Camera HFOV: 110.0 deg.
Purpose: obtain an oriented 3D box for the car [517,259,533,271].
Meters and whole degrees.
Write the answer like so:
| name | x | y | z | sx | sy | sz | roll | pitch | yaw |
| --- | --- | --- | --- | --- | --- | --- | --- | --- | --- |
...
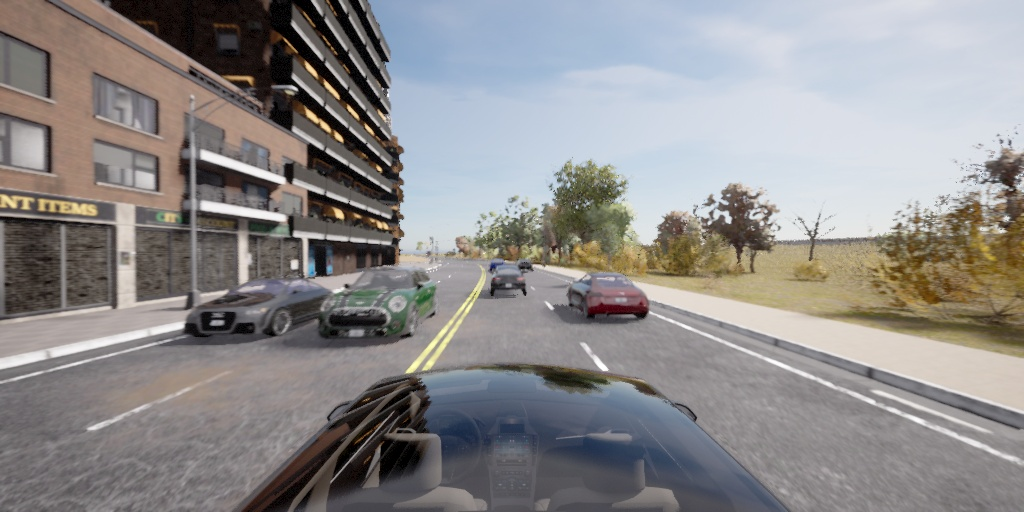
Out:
| name | x | y | z | sx | sy | sz | roll | pitch | yaw |
| --- | --- | --- | --- | --- | --- | --- | --- | --- | --- |
| car | 1.458 | 1.130 | 44.979 | 1.837 | 1.490 | 4.892 | 0 | 0 | -5 |

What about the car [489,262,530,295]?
| name | x | y | z | sx | sy | sz | roll | pitch | yaw |
| --- | --- | --- | --- | --- | --- | --- | --- | --- | --- |
| car | -0.230 | 1.232 | 19.423 | 1.812 | 1.442 | 4.674 | 0 | 0 | -2 |

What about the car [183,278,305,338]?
| name | x | y | z | sx | sy | sz | roll | pitch | yaw |
| --- | --- | --- | --- | --- | --- | --- | --- | --- | --- |
| car | -6.693 | 1.315 | 10.105 | 1.994 | 1.385 | 4.181 | 0 | 0 | -1 |

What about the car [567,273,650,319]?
| name | x | y | z | sx | sy | sz | roll | pitch | yaw |
| --- | --- | --- | --- | --- | --- | --- | --- | --- | --- |
| car | 3.215 | 1.277 | 12.712 | 1.994 | 1.385 | 4.181 | 0 | 0 | -1 |

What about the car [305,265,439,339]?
| name | x | y | z | sx | sy | sz | roll | pitch | yaw |
| --- | --- | --- | --- | --- | --- | --- | --- | --- | --- |
| car | -3.443 | 1.093 | 10.102 | 2.097 | 1.767 | 4.553 | 0 | 0 | -1 |

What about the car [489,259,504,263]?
| name | x | y | z | sx | sy | sz | roll | pitch | yaw |
| --- | --- | --- | --- | --- | --- | --- | --- | --- | --- |
| car | -1.891 | 1.112 | 45.945 | 1.882 | 1.535 | 5.008 | 0 | 0 | -5 |
